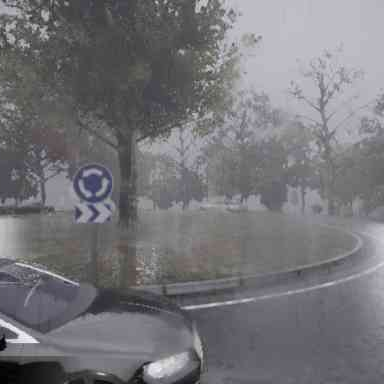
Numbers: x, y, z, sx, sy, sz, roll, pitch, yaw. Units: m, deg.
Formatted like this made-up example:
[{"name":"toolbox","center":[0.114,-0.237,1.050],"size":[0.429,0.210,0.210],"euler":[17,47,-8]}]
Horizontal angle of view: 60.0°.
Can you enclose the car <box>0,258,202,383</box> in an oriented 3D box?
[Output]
[{"name":"car","center":[-2.357,1.487,3.433],"size":[4.902,1.511,2.128],"euler":[0,0,-4]}]

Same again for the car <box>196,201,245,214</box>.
[{"name":"car","center":[2.852,1.558,33.939],"size":[4.718,1.301,1.895],"euler":[0,0,28]}]

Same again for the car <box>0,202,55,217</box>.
[{"name":"car","center":[-15.517,1.566,30.989],"size":[4.718,1.301,1.895],"euler":[0,0,-42]}]
